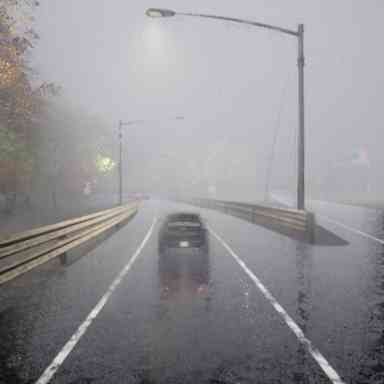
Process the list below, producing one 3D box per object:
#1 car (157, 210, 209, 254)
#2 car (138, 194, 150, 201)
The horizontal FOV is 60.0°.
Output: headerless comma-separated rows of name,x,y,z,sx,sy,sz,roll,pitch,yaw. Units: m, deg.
car,-0.363,1.503,13.550,1.837,1.490,4.892,0,0,-2
car,-12.067,1.460,85.886,1.837,1.490,4.892,0,0,-16
